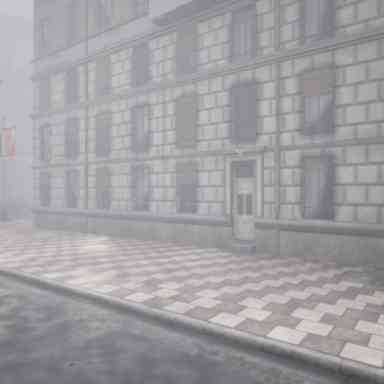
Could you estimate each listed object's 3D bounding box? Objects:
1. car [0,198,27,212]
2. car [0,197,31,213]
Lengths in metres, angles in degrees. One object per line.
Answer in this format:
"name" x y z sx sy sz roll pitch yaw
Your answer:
"car" -21.923 1.491 38.297 2.128 1.511 4.902 0 0 36
"car" -19.723 1.352 35.377 2.097 1.767 4.553 0 0 36
